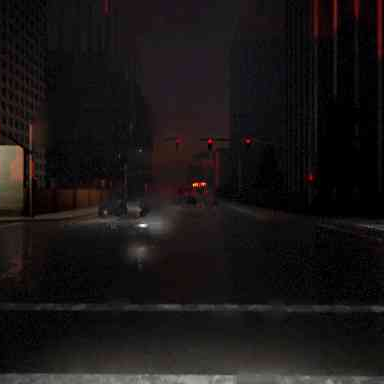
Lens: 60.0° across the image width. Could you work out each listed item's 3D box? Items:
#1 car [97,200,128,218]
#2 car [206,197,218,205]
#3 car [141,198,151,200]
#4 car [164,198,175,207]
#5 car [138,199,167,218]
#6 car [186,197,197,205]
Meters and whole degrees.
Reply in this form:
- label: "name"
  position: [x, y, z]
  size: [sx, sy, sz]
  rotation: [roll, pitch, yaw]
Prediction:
- label: "car"
  position: [-7.260, 1.503, 30.878]
  size: [2.128, 1.511, 4.902]
  rotation: [0, 0, 3]
- label: "car"
  position: [3.399, 1.547, 58.415]
  size: [1.812, 1.442, 4.674]
  rotation: [0, 0, 0]
- label: "car"
  position: [-7.154, 1.619, 51.423]
  size: [1.895, 1.301, 4.718]
  rotation: [0, 0, 0]
- label: "car"
  position: [-3.655, 1.582, 50.928]
  size: [1.994, 1.385, 4.181]
  rotation: [0, 0, 0]
- label: "car"
  position: [-3.652, 1.612, 30.684]
  size: [1.895, 1.301, 4.718]
  rotation: [0, 0, 0]
- label: "car"
  position: [-0.101, 1.568, 58.409]
  size: [2.033, 1.411, 5.357]
  rotation: [0, 0, 0]
